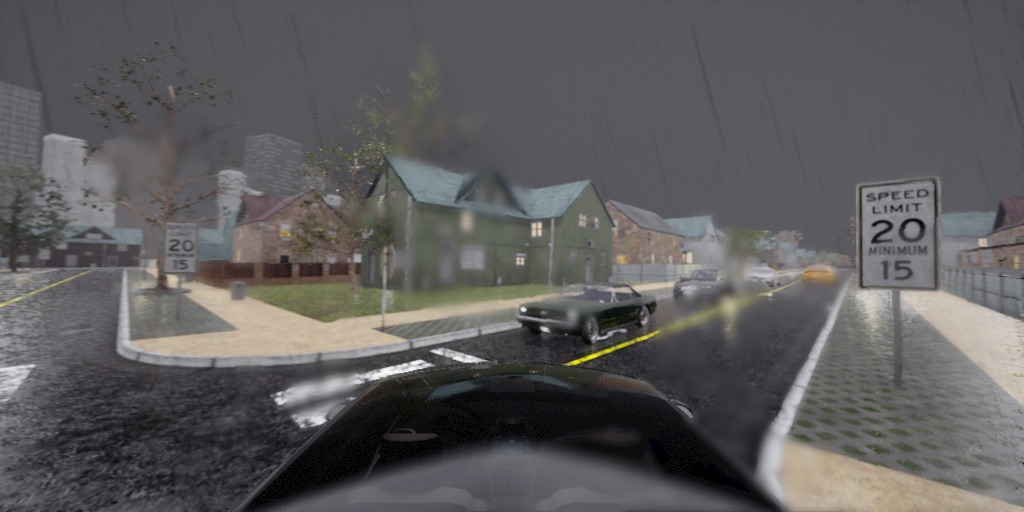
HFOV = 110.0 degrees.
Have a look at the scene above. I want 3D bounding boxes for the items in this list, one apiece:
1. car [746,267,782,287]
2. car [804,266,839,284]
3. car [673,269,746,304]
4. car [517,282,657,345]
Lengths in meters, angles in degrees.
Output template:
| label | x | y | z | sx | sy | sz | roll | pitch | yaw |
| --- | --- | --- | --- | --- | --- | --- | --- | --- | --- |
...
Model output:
| label | x | y | z | sx | sy | sz | roll | pitch | yaw |
| --- | --- | --- | --- | --- | --- | --- | --- | --- | --- |
| car | 19.328 | 1.583 | 27.665 | 1.812 | 1.442 | 4.674 | 0 | -1 | 44 |
| car | 27.131 | 1.606 | 31.564 | 1.882 | 1.535 | 5.008 | 0 | -1 | 45 |
| car | 9.560 | 1.415 | 17.618 | 2.128 | 1.511 | 4.902 | 0 | -1 | 44 |
| car | 2.284 | 1.436 | 10.082 | 1.895 | 1.301 | 4.718 | 0 | -1 | 43 |
